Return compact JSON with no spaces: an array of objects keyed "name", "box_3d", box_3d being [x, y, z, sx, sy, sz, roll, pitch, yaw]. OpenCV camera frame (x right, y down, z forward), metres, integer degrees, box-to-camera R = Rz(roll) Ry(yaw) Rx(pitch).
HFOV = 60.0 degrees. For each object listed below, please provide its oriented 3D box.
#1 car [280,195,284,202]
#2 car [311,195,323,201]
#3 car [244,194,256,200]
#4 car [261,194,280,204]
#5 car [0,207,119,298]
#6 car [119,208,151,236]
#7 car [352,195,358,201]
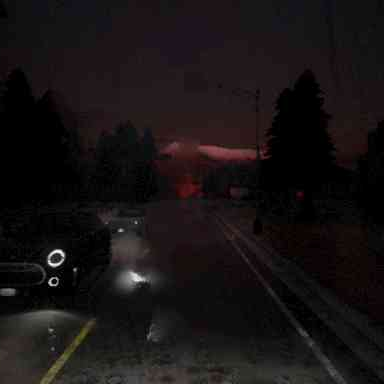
[{"name":"car","box_3d":[17.397,1.396,68.025,1.970,1.475,3.806,0,0,1]},{"name":"car","box_3d":[29.561,1.342,78.828,1.845,1.501,3.633,0,0,1]},{"name":"car","box_3d":[14.699,1.346,86.683,2.007,1.523,4.514,0,0,1]},{"name":"car","box_3d":[14.301,1.382,60.652,1.845,1.501,3.633,0,0,1]},{"name":"car","box_3d":[-3.555,1.347,8.685,2.097,1.767,4.553,0,0,0]},{"name":"car","box_3d":[-3.487,1.595,18.613,1.895,1.301,4.718,0,0,0]},{"name":"car","box_3d":[39.552,1.331,78.629,2.007,1.523,4.514,0,0,1]}]
